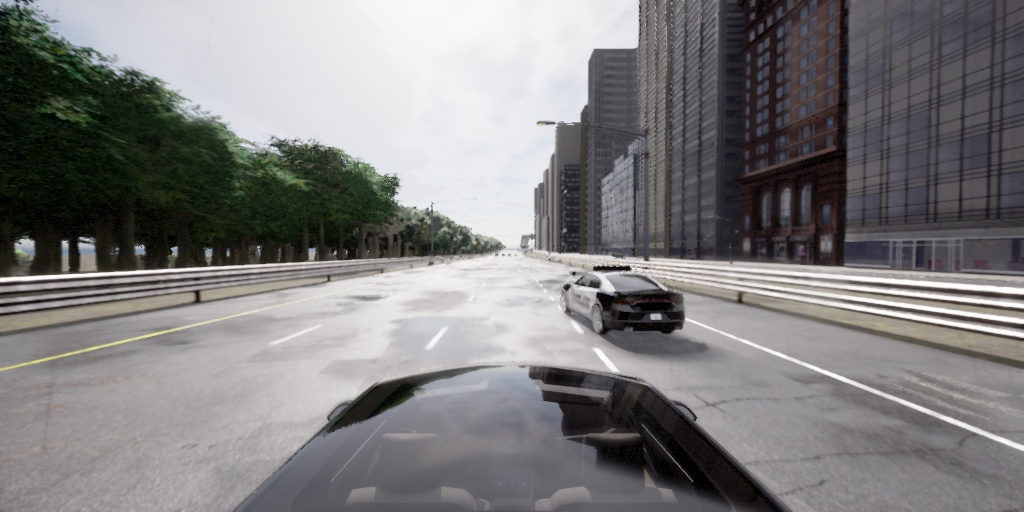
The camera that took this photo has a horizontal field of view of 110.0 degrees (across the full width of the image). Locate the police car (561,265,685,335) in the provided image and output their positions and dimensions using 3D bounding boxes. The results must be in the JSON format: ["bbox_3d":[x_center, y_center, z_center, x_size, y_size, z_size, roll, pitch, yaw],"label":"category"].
[{"bbox_3d":[2.799,1.082,10.355,1.930,1.638,5.238,0,1,-7],"label":"police car"}]
